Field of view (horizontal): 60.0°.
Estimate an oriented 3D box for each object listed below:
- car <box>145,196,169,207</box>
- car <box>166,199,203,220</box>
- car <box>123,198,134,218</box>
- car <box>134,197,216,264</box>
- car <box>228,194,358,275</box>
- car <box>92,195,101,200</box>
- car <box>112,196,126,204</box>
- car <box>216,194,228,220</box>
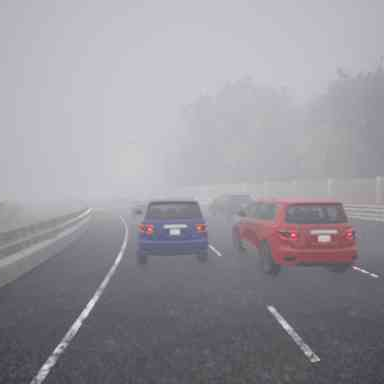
[{"bbox_3d":[-5.297,1.439,49.942,1.882,1.535,5.008,0,0,-26],"label":"car"},{"bbox_3d":[-0.770,1.456,29.145,2.128,1.511,4.902,0,0,-16],"label":"car"},{"bbox_3d":[-4.620,1.474,29.782,2.128,1.511,4.902,0,0,-17],"label":"car"},{"bbox_3d":[-0.828,1.209,11.964,2.150,2.045,5.566,0,0,-8],"label":"car"},{"bbox_3d":[2.861,1.193,10.534,2.150,2.045,5.566,0,0,-6],"label":"car"},{"bbox_3d":[-25.880,1.531,90.051,2.128,1.511,4.902,0,0,-12],"label":"car"},{"bbox_3d":[-14.101,1.509,65.385,1.812,1.442,4.674,0,0,-31],"label":"car"},{"bbox_3d":[3.206,1.169,27.842,2.150,2.045,5.566,0,0,-16],"label":"car"}]
